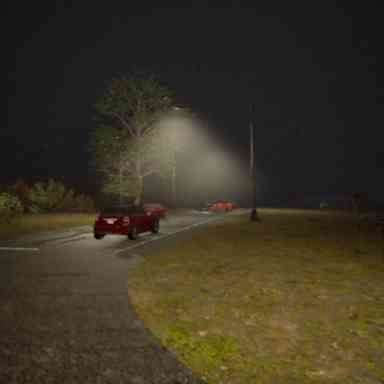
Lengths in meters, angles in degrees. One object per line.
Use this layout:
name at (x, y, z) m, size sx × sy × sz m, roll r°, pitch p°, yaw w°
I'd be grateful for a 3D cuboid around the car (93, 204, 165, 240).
car at (-3.368, 1.481, 17.884) m, size 2.097 × 1.767 × 4.553 m, roll -1°, pitch -1°, yaw 14°

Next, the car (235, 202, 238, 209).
car at (6.793, 2.278, 57.707) m, size 1.812 × 1.442 × 4.674 m, roll -1°, pitch -1°, yaw 14°

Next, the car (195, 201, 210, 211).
car at (1.733, 2.221, 52.062) m, size 1.837 × 1.490 × 4.892 m, roll -1°, pitch -2°, yaw 15°

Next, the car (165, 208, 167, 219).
car at (-3.810, 1.857, 30.700) m, size 1.882 × 1.535 × 5.008 m, roll -1°, pitch -1°, yaw 14°

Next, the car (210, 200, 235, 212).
car at (4.434, 1.954, 48.241) m, size 2.097 × 1.767 × 4.553 m, roll -1°, pitch -1°, yaw 15°
